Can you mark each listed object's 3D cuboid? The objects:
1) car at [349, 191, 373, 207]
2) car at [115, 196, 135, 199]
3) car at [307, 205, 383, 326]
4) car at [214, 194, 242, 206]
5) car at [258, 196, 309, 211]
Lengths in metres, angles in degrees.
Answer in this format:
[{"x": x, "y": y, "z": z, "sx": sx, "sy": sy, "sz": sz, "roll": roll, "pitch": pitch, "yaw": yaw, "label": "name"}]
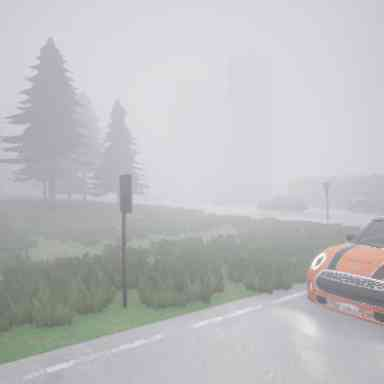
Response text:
[{"x": 16.408, "y": 0.885, "z": 32.416, "sx": 1.905, "sy": 1.878, "sz": 3.866, "roll": 0, "pitch": 0, "yaw": 24, "label": "car"}, {"x": -14.474, "y": 1.102, "z": 71.656, "sx": 4.181, "sy": 1.381, "sz": 1.994, "roll": -1, "pitch": 0, "yaw": -36, "label": "car"}, {"x": 4.378, "y": 1.275, "z": 6.688, "sx": 4.553, "sy": 1.767, "sz": 2.097, "roll": -1, "pitch": 0, "yaw": -35, "label": "car"}, {"x": 4.829, "y": 1.034, "z": 44.876, "sx": 3.988, "sy": 1.617, "sz": 1.851, "roll": -1, "pitch": 0, "yaw": -36, "label": "car"}, {"x": 8.068, "y": 1.104, "z": 29.919, "sx": 2.128, "sy": 1.511, "sz": 4.902, "roll": -1, "pitch": 0, "yaw": -35, "label": "car"}]
